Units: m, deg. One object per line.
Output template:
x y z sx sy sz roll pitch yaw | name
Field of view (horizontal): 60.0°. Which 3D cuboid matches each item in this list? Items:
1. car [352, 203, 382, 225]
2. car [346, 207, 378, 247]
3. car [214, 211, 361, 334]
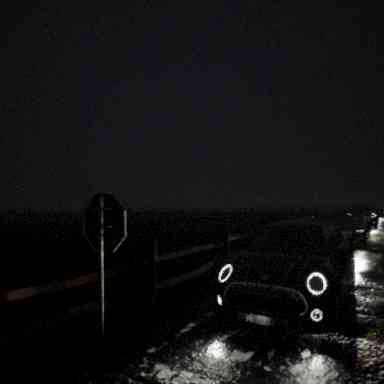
12.934 1.671 25.168 2.097 1.767 4.553 -1 -1 31 | car
7.791 1.714 16.538 2.128 1.511 4.902 -1 -1 31 | car
2.244 1.470 7.249 2.097 1.767 4.553 -1 -1 31 | car
